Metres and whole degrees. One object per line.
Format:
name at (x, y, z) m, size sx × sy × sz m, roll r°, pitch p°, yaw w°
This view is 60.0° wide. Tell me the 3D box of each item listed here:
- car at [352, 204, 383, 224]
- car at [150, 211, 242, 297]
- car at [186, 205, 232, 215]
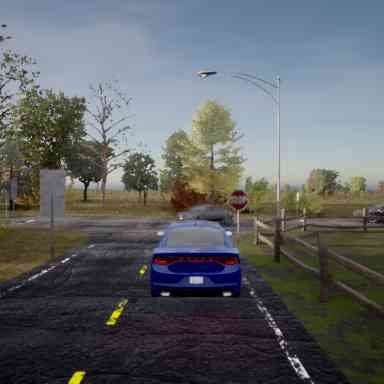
car at (15.185, 1.707, 26.173) m, size 4.892 × 1.490 × 1.837 m, roll 1°, pitch 1°, yaw 0°
car at (0.074, 1.475, 8.612) m, size 1.882 × 1.535 × 5.008 m, roll 0°, pitch 0°, yaw 0°
car at (0.826, 1.568, 22.594) m, size 4.181 × 1.385 × 1.994 m, roll 1°, pitch -1°, yaw -39°
